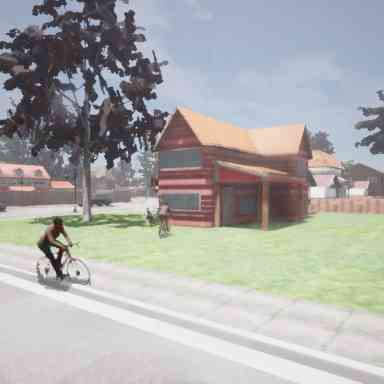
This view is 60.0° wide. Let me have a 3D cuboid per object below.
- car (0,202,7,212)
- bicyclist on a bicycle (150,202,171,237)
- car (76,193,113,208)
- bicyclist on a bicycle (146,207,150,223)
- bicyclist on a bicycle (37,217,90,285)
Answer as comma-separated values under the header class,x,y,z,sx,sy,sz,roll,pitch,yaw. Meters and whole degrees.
class,x,y,z,sx,sy,sz,roll,pitch,yaw
car,-22.545,1.565,36.258,1.994,1.385,4.181,0,0,35
bicyclist on a bicycle,-1.298,1.312,15.863,0.582,1.620,1.656,0,-2,13
car,-14.078,1.220,48.343,2.150,2.045,5.566,0,0,35
bicyclist on a bicycle,-2.386,1.439,20.175,0.582,1.656,1.620,-6,-11,14
bicyclist on a bicycle,-3.052,1.391,7.623,1.656,1.620,0.582,-3,9,25
